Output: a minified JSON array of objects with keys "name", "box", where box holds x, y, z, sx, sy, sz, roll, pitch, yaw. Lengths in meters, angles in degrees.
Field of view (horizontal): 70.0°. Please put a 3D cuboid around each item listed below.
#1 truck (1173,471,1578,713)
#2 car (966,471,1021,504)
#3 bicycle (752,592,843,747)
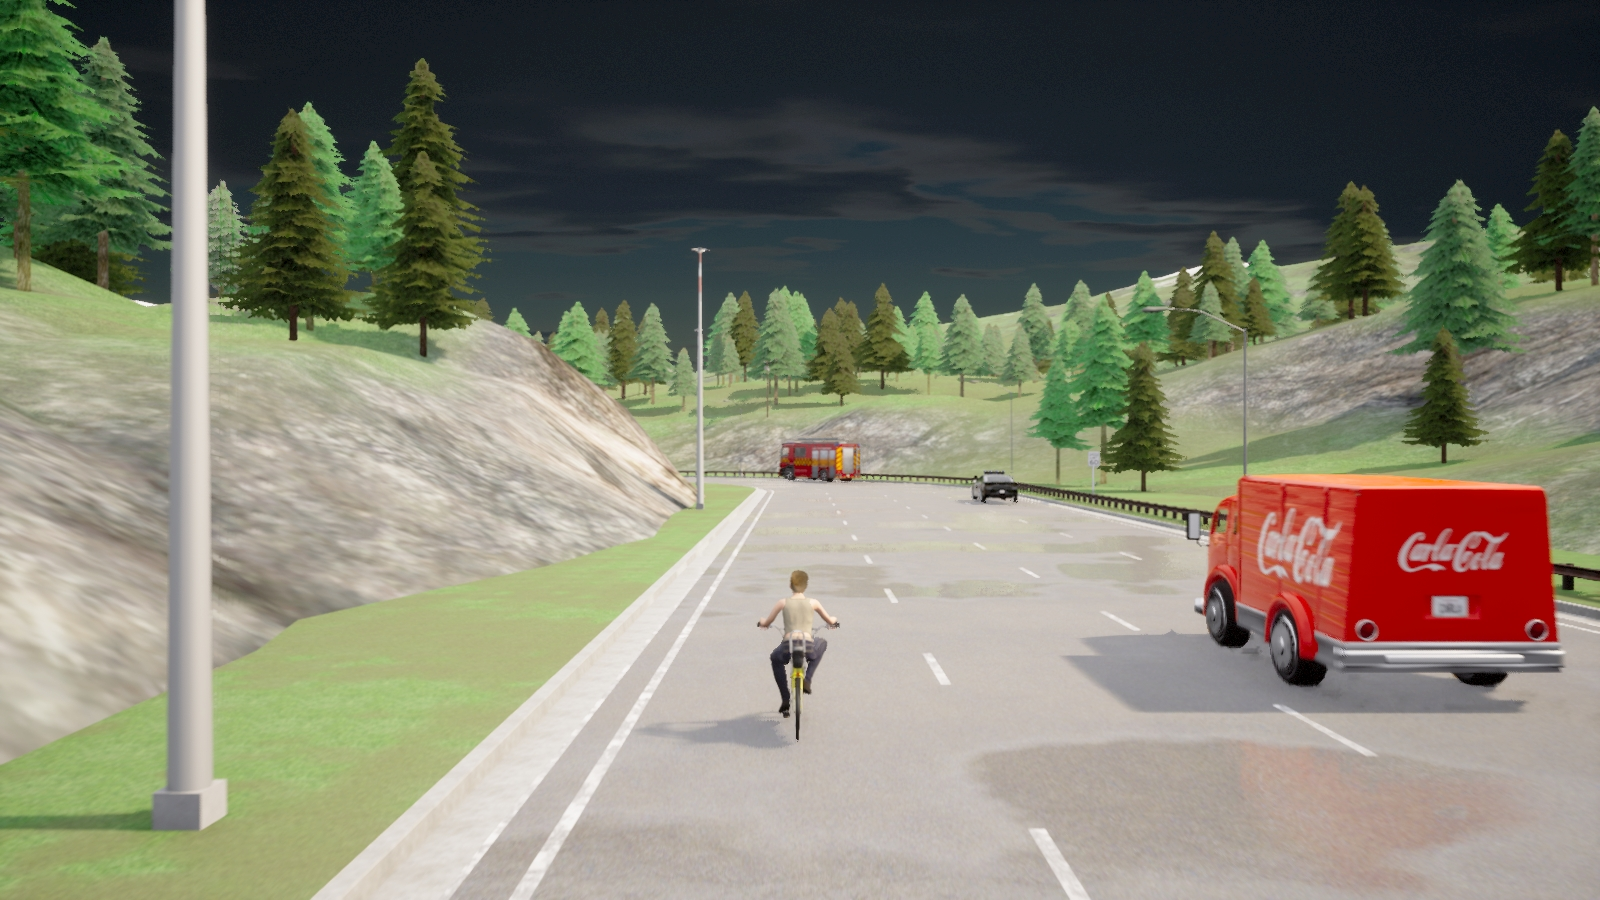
[{"name":"truck","box":[6.996,1.569,14.805,2.627,2.467,5.204,0,0,0]},{"name":"car","box":[10.375,1.978,61.691,2.097,1.638,5.238,0,0,0]},{"name":"bicycle","box":[-0.018,2.157,11.486,0.859,1.276,1.487,0,0,0]}]
